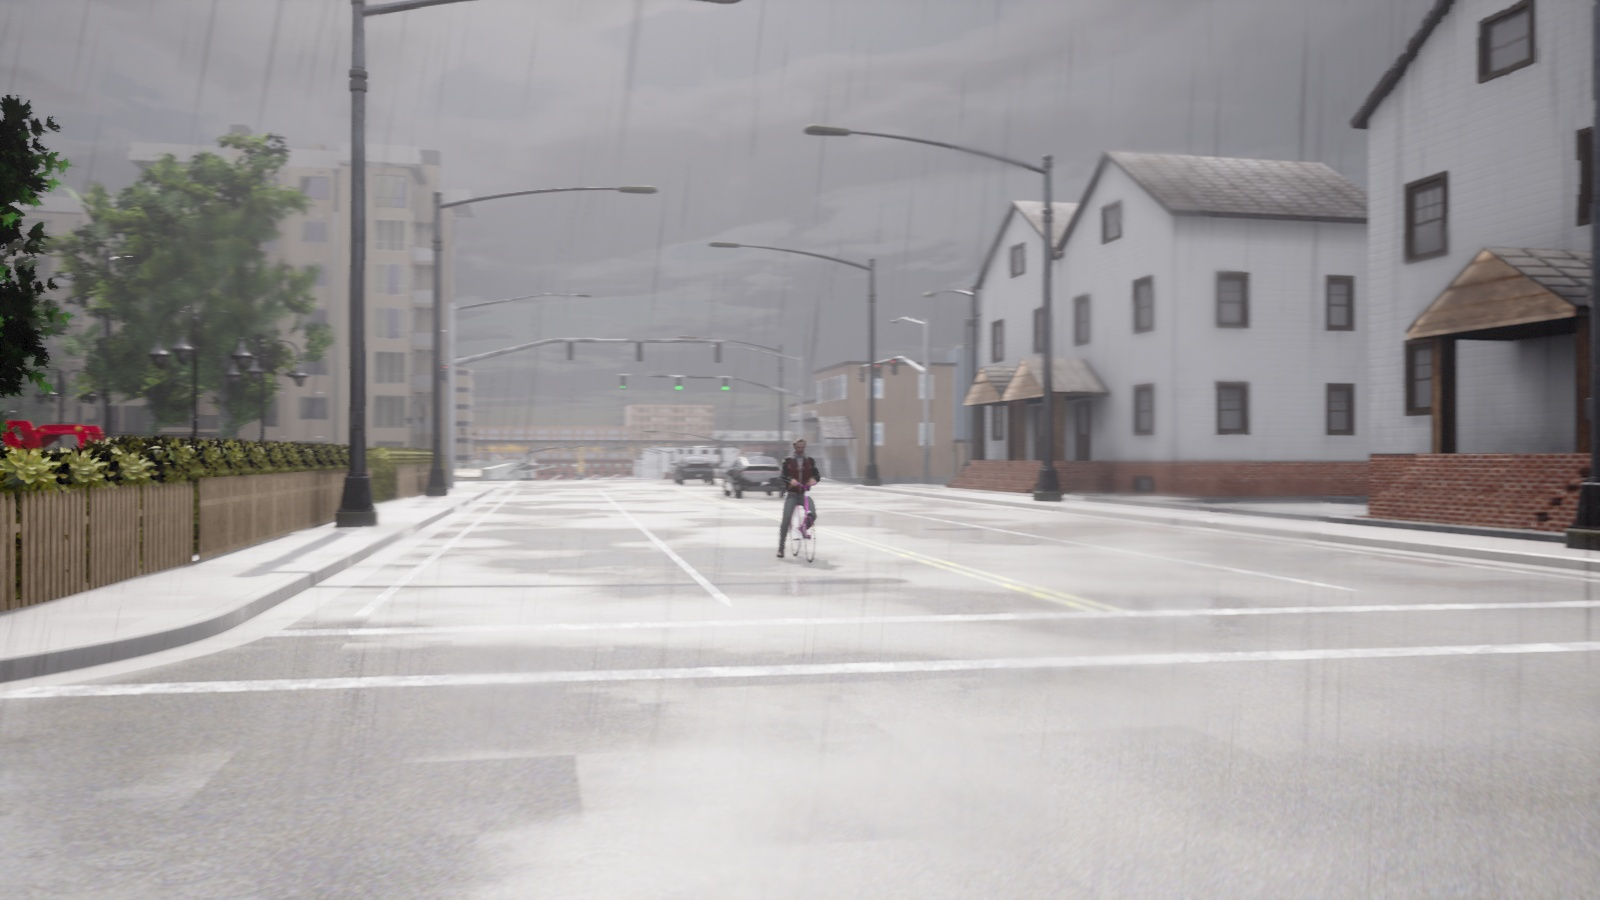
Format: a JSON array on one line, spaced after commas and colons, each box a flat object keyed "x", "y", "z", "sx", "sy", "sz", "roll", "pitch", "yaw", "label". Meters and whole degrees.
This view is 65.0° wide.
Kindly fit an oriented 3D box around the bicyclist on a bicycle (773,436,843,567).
[{"x": 0.088, "y": 0.709, "z": 17.967, "sx": 0.659, "sy": 1.776, "sz": 1.843, "roll": 0, "pitch": -1, "yaw": -10, "label": "bicyclist on a bicycle"}]

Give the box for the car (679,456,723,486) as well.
[{"x": -5.259, "y": 1.075, "z": 66.356, "sx": 1.837, "sy": 1.490, "sz": 4.892, "roll": 0, "pitch": 0, "yaw": -10, "label": "car"}]

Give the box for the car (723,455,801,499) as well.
[{"x": -1.460, "y": 0.943, "z": 45.710, "sx": 2.128, "sy": 1.511, "sz": 4.902, "roll": 0, "pitch": 0, "yaw": -10, "label": "car"}]
